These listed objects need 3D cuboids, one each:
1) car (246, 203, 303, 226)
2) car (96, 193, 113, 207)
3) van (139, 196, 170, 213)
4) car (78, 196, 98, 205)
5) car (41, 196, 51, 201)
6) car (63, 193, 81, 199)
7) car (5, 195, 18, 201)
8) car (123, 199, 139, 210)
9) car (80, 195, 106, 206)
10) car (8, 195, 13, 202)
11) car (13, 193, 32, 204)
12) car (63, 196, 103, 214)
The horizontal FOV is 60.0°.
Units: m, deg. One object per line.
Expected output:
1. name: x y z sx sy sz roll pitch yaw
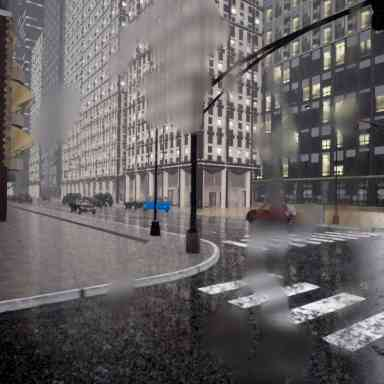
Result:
1. car: 5.785 1.505 23.957 1.967 1.590 4.097 1 -1 -35
2. car: -14.447 1.255 53.171 2.150 2.045 5.566 1 -1 -35
3. van: -4.025 1.382 37.774 1.690 1.788 3.998 1 -1 -35
4. car: -18.456 1.525 58.874 1.837 1.490 4.892 1 -1 -35
5. car: -36.736 1.570 83.825 1.802 1.307 4.206 1 -1 -35
6. car: -20.001 1.182 55.628 2.150 2.045 5.566 1 -1 -35
7. car: -40.295 1.377 74.369 2.008 1.369 4.403 1 -1 -35
8. car: -7.299 1.584 42.378 2.008 1.369 4.403 1 -1 -35
9. car: -14.540 1.535 48.025 1.994 1.385 4.181 1 -1 -37
10. car: -37.026 1.396 69.764 1.947 1.339 4.313 1 -1 -35
11. car: -30.480 1.155 60.555 2.192 1.841 5.009 1 -1 -35
12. car: -10.860 1.427 32.921 2.008 1.369 4.403 1 -1 -35
